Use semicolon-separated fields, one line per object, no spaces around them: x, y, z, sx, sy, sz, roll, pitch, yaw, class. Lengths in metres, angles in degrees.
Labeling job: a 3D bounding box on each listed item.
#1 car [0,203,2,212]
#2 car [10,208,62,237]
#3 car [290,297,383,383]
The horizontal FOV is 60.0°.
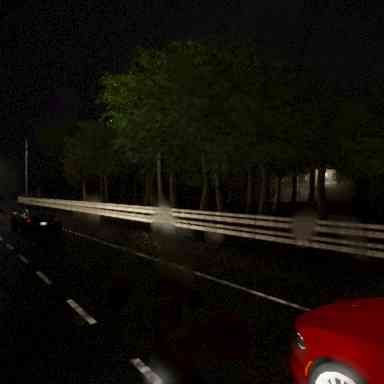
-22.674;1.496;37.490;2.033;1.411;5.357;0;0;-36;car
-8.545;1.543;18.085;1.994;1.385;4.181;0;0;-36;car
3.022;1.492;2.196;1.882;1.535;5.008;0;0;-36;car
